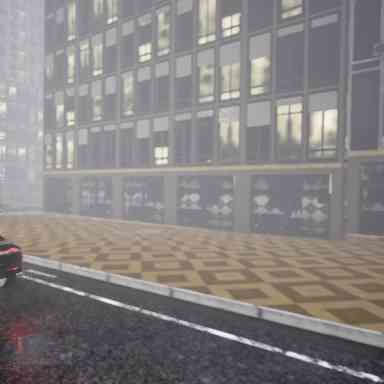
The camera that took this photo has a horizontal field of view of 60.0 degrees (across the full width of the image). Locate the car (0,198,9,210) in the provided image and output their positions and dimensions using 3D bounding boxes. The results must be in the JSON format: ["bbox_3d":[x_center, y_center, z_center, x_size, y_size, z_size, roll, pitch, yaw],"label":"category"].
[{"bbox_3d":[-23.245,1.337,36.002,2.192,1.841,5.009,1,0,36],"label":"car"}]

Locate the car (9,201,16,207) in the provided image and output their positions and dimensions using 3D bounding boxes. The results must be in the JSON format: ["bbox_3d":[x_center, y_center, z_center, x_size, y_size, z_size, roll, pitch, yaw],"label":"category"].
[{"bbox_3d":[-26.745,1.421,45.377,1.752,1.417,4.829,1,0,36],"label":"car"}]

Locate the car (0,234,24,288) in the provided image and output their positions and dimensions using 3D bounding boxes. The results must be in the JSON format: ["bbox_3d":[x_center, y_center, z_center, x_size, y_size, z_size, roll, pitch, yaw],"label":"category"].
[{"bbox_3d":[-5.941,1.449,7.909,4.902,1.511,2.128,0,0,35],"label":"car"}]
